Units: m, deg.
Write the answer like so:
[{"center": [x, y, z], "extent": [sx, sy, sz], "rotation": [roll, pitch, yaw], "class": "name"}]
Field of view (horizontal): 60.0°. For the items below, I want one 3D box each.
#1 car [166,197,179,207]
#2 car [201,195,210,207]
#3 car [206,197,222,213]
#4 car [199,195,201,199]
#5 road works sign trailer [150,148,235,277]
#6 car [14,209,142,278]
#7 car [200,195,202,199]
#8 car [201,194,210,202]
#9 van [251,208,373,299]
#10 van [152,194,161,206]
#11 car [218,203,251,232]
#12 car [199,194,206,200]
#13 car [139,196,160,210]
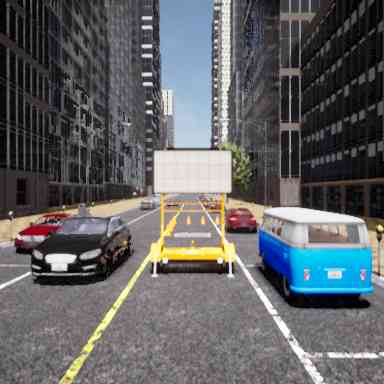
[{"center": [-2.983, 1.491, 51.632], "extent": [2.033, 1.411, 5.357], "rotation": [0, 0, 0], "class": "car"}, {"center": [2.793, 1.501, 47.994], "extent": [2.008, 1.369, 4.403], "rotation": [0, 0, 0], "class": "car"}, {"center": [2.769, 1.548, 36.609], "extent": [1.802, 1.307, 4.206], "rotation": [0, 0, 0], "class": "car"}, {"center": [2.830, 1.352, 65.071], "extent": [1.967, 1.590, 4.097], "rotation": [0, 0, 0], "class": "car"}, {"center": [0.022, 0.455, 10.171], "extent": [2.380, 3.560, 2.880], "rotation": [0, 0, 0], "class": "road works sign trailer"}, {"center": [-3.079, 1.482, 10.182], "extent": [2.128, 1.511, 4.902], "rotation": [0, 0, 0], "class": "car"}, {"center": [2.805, 1.490, 53.687], "extent": [2.008, 1.369, 4.403], "rotation": [0, 0, 0], "class": "car"}, {"center": [2.842, 1.338, 70.763], "extent": [1.967, 1.590, 4.097], "rotation": [0, 0, 0], "class": "car"}, {"center": [2.708, 1.333, 8.148], "extent": [1.690, 1.788, 3.998], "rotation": [0, 0, 0], "class": "van"}, {"center": [-5.575, 1.280, 53.708], "extent": [1.690, 1.788, 3.998], "rotation": [0, 0, 0], "class": "van"}, {"center": [2.732, 1.564, 19.532], "extent": [1.802, 1.307, 4.206], "rotation": [0, 0, 0], "class": "car"}, {"center": [2.891, 1.379, 93.534], "extent": [1.887, 1.381, 4.507], "rotation": [0, 0, 0], "class": "car"}, {"center": [-5.600, 1.510, 42.323], "extent": [2.008, 1.369, 4.403], "rotation": [0, 0, 0], "class": "car"}]
